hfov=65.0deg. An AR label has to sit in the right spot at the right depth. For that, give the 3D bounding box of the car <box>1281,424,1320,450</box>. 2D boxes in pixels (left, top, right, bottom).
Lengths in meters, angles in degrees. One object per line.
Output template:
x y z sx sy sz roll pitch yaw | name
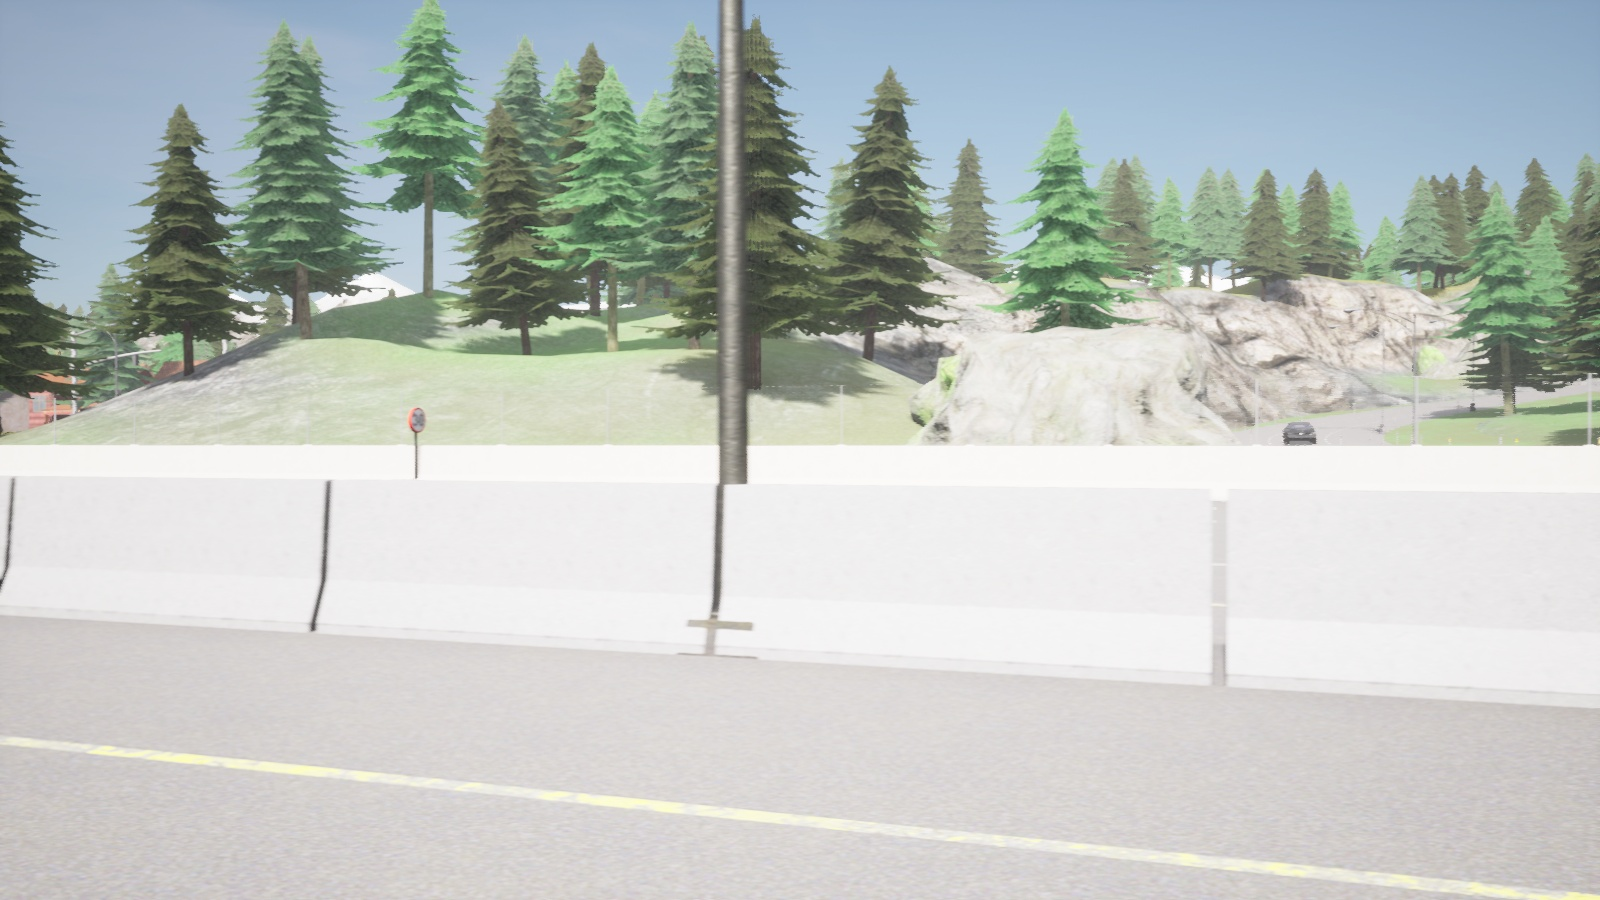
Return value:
31.520 -0.845 79.220 2.033 1.411 5.357 1 3 19 | car
